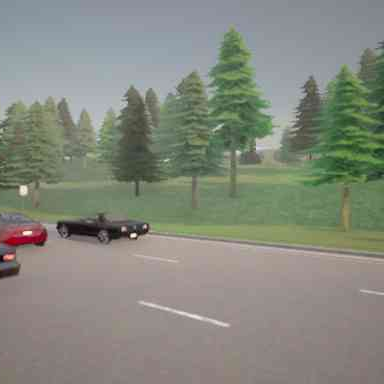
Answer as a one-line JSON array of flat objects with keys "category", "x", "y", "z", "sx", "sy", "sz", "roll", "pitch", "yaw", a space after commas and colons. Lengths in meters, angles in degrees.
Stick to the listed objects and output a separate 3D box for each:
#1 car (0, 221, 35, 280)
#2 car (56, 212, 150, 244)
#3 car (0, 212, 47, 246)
[{"category": "car", "x": -6.515, "y": 1.529, "z": 8.563, "sx": 5.357, "sy": 1.411, "sz": 2.033, "roll": 0, "pitch": 0, "yaw": 36}, {"category": "car", "x": -4.309, "y": 1.579, "z": 15.611, "sx": 4.718, "sy": 1.301, "sz": 1.895, "roll": 0, "pitch": 0, "yaw": 36}, {"category": "car", "x": -7.922, "y": 1.538, "z": 13.904, "sx": 4.181, "sy": 1.385, "sz": 1.994, "roll": 0, "pitch": 0, "yaw": 36}]
